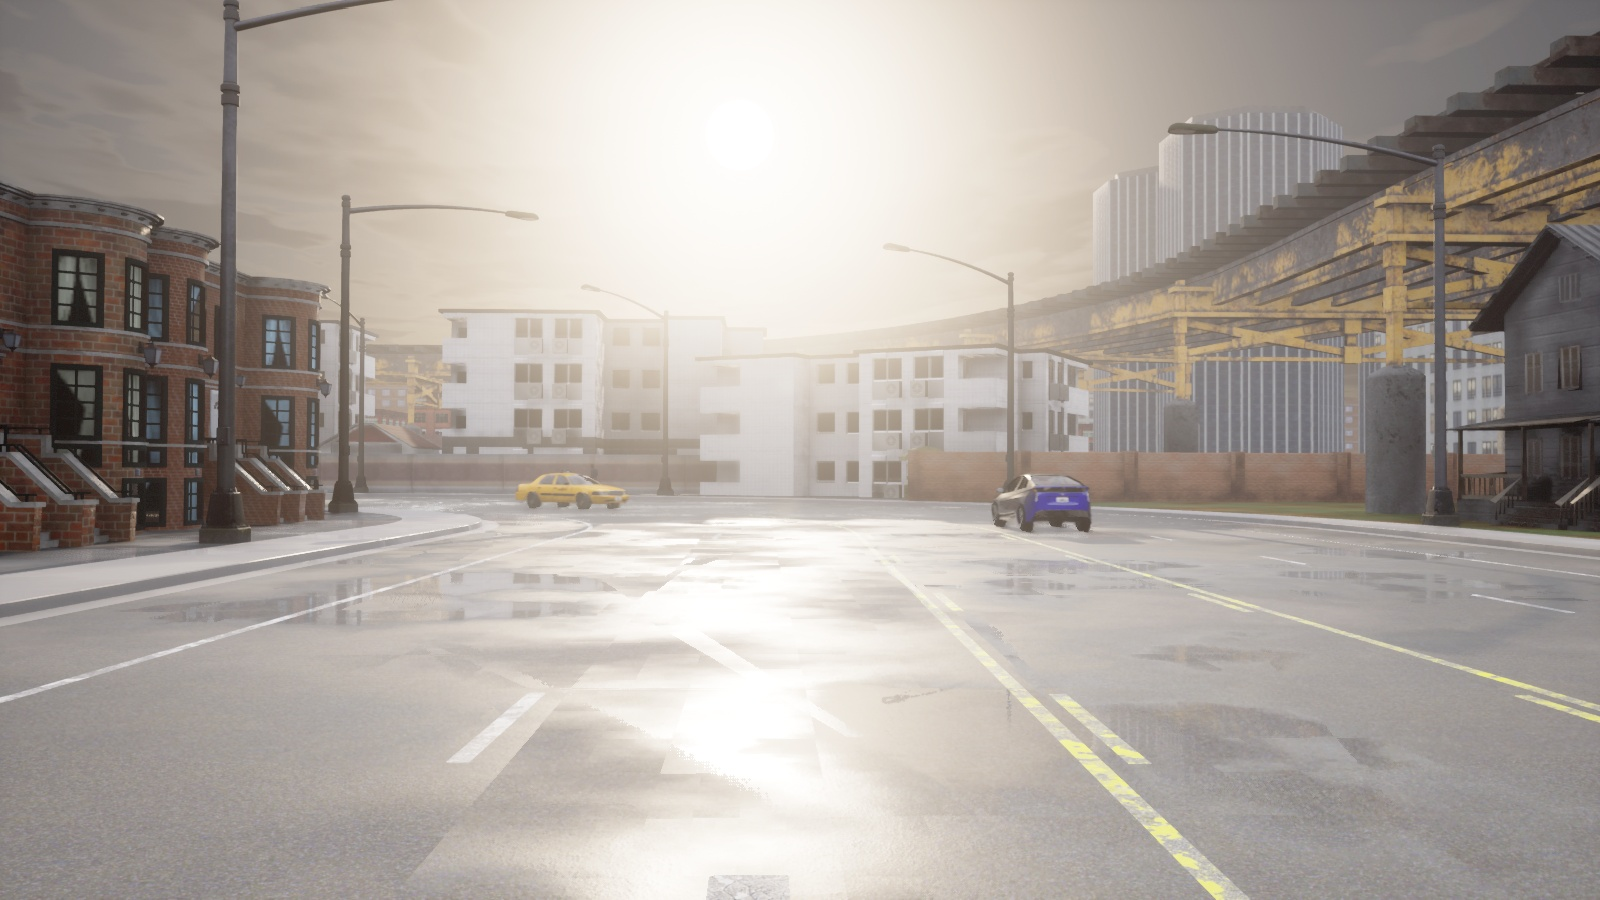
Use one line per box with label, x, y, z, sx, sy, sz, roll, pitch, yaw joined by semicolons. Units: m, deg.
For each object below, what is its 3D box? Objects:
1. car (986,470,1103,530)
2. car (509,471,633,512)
car;6.560;1.309;34.230;2.007;1.525;4.514;0;-1;-4
car;-9.287;1.639;50.608;5.366;1.575;1.801;-1;-1;38
